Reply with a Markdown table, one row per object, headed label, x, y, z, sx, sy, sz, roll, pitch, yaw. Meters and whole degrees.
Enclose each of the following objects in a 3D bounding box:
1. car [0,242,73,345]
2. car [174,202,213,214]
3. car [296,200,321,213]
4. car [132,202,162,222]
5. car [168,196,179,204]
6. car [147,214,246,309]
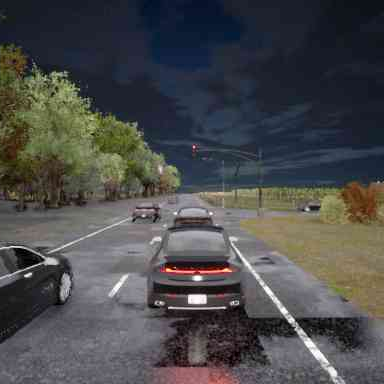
| label | x | y | z | sx | sy | sz | roll | pitch | yaw |
| --- | --- | --- | --- | --- | --- | --- | --- | --- | --- |
| car | -3.411 | 1.505 | 5.108 | 1.837 | 1.490 | 4.892 | 0 | 0 | 0 |
| car | 0.063 | 1.482 | 17.100 | 1.882 | 1.535 | 5.008 | 0 | 0 | 0 |
| car | 14.986 | 1.728 | 39.832 | 4.892 | 1.490 | 1.837 | 1 | -1 | 2 |
| car | -3.461 | 1.497 | 26.136 | 2.128 | 1.511 | 4.902 | 0 | 0 | 0 |
| car | -3.550 | 1.496 | 63.929 | 2.128 | 1.511 | 4.902 | 0 | 0 | 0 |
| car | 0.081 | 1.507 | 7.855 | 1.837 | 1.490 | 4.892 | 0 | 0 | 0 |
